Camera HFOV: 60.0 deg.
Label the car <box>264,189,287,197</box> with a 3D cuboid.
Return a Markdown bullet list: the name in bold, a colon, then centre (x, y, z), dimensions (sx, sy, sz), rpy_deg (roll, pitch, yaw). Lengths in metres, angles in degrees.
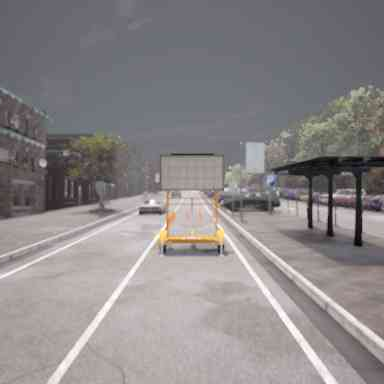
- **car**: centre (18.798, 0.134, 74.742), dimensions (4.553, 1.767, 2.185), rpy_deg (0, 1, 0)

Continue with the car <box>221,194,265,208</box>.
- **car**: centre (5.736, 1.032, 37.831), dimensions (4.674, 1.452, 2.002), rpy_deg (0, 1, 0)

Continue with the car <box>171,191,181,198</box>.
- **car**: centre (-3.241, 0.431, 69.482), dimensions (1.994, 1.385, 4.181), rpy_deg (0, 1, 0)

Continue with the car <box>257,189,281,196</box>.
- **car**: centre (18.576, 0.128, 80.294), dimensions (5.366, 1.575, 1.946), rpy_deg (0, 1, 0)

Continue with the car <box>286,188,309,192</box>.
- **car**: centre (18.759, 0.389, 58.087), dimensions (5.566, 2.045, 2.435), rpy_deg (0, 1, 0)

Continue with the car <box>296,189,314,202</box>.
- **car**: centre (18.983, 0.799, 49.765), dimensions (5.366, 1.575, 1.946), rpy_deg (0, 1, 0)

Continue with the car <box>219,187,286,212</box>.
- **car**: centre (5.712, 0.827, 32.220), dimensions (5.566, 2.045, 2.435), rpy_deg (0, 1, 0)

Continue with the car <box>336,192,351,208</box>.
- **car**: centre (18.820, 1.022, 35.885), dimensions (5.008, 1.535, 2.097), rpy_deg (0, 1, 0)

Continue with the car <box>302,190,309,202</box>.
- **car**: centre (18.796, 0.849, 46.988), dimensions (5.008, 1.535, 2.097), rpy_deg (0, 1, 0)

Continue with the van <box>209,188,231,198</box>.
- **van**: centre (5.812, 0.174, 68.665), dimensions (4.442, 1.987, 1.878), rpy_deg (0, 1, 0)

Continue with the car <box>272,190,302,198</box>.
- **car**: centre (18.964, 0.449, 66.419), dimensions (5.366, 1.575, 1.946), rpy_deg (0, 1, 0)

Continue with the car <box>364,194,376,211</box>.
- **car**: centre (18.851, 1.136, 30.335), dimensions (4.792, 1.488, 2.163), rpy_deg (0, 1, 0)

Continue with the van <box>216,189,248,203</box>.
- **van**: centre (5.836, 0.588, 49.040), dimensions (4.442, 1.987, 1.878), rpy_deg (0, 1, 0)

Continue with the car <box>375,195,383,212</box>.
- **car**: centre (18.639, 1.146, 27.559), dimensions (5.366, 1.575, 1.946), rpy_deg (0, 1, 0)

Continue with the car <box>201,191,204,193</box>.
- **car**: centre (5.653, -0.111, 79.874), dimensions (5.566, 2.045, 2.435), rpy_deg (0, 1, 0)

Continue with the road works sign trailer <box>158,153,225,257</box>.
- **road works sign trailer**: centre (0.005, 0.350, 12.498), dimensions (2.380, 3.560, 2.880), rpy_deg (0, 1, 1)

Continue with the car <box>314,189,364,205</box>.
- **car**: centre (18.779, 0.685, 41.432), dimensions (5.566, 2.045, 2.435), rpy_deg (0, 1, 0)

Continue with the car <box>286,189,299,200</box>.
- **car**: centre (18.820, 0.727, 55.319), dimensions (4.792, 1.488, 2.163), rpy_deg (0, 1, 0)

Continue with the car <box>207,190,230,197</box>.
- **car**: centre (5.685, 0.336, 71.473), dimensions (4.892, 1.521, 2.231), rpy_deg (0, 1, 0)

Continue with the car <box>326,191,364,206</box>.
- **car**: centre (18.817, 0.979, 38.660), dimensions (5.008, 1.535, 2.097), rpy_deg (0, 1, 0)

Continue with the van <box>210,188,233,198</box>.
- **van**: centre (5.815, 0.239, 65.862), dimensions (4.442, 1.987, 1.878), rpy_deg (0, 1, 0)

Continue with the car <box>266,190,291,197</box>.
- **car**: centre (18.742, 0.353, 71.969), dimensions (4.792, 1.488, 2.163), rpy_deg (0, 1, 0)

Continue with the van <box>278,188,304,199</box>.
- **van**: centre (18.898, 0.291, 63.640), dimensions (4.442, 1.987, 1.878), rpy_deg (0, 1, 0)

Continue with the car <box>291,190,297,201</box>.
- **car**: centre (18.765, 0.784, 52.536), dimensions (4.792, 1.488, 2.163), rpy_deg (0, 1, 0)

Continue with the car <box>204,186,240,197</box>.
- **car**: centre (5.674, 0.279, 63.058), dimensions (5.566, 2.045, 2.435), rpy_deg (0, 1, 0)

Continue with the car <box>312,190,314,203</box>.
- **car**: centre (18.799, 0.895, 44.210), dimensions (4.892, 1.521, 2.231), rpy_deg (0, 1, 0)

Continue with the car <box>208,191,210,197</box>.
- **car**: centre (5.715, 0.654, 57.457), dimensions (4.892, 1.521, 2.231), rpy_deg (0, 1, 0)

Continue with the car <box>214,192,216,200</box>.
- **car**: centre (5.721, 0.906, 43.436), dimensions (5.008, 1.535, 2.097), rpy_deg (0, 1, 0)

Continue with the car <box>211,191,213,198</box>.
- **car**: centre (5.745, 0.795, 51.847), dimensions (4.792, 1.488, 2.163), rpy_deg (0, 1, 0)

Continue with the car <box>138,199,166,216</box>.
- **car**: centre (-3.345, 1.253, 28.397), dimensions (1.895, 1.301, 4.718), rpy_deg (0, 1, 0)

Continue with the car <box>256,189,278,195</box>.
- **car**: centre (18.763, 0.067, 83.070), dimensions (4.892, 1.521, 2.231), rpy_deg (0, 1, 0)

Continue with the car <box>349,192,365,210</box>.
- **car**: centre (18.825, 1.065, 33.109), dimensions (4.892, 1.521, 2.231), rpy_deg (0, 1, 0)

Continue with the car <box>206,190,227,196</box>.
- **car**: centre (5.682, 0.245, 77.078), dimensions (4.674, 1.452, 2.002), rpy_deg (0, 1, 0)

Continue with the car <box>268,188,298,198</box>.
- **car**: centre (18.803, 0.137, 69.188), dimensions (5.566, 2.045, 2.435), rpy_deg (0, 1, 0)

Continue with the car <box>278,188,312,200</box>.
- **car**: centre (18.813, 0.330, 60.864), dimensions (5.566, 2.045, 2.435), rpy_deg (0, 1, 0)
